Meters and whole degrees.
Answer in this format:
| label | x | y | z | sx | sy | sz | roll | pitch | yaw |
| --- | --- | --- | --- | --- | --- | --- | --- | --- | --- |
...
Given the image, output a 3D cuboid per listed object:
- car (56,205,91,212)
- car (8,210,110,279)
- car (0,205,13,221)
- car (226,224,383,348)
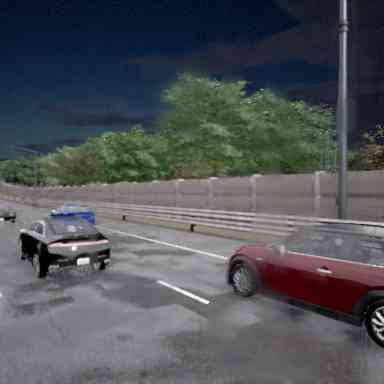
| label | x | y | z | sx | sy | sz | roll | pitch | yaw |
| --- | --- | --- | --- | --- | --- | --- | --- | --- | --- |
| car | -7.943 | 1.575 | 21.829 | 1.882 | 1.535 | 5.008 | 1 | -1 | -35 |
| car | -4.135 | 1.532 | 10.367 | 2.128 | 1.511 | 4.902 | 1 | -1 | -35 |
| car | -14.848 | 1.677 | 25.539 | 1.895 | 1.301 | 4.718 | 1 | -1 | -35 |
| car | 2.749 | 1.429 | 6.686 | 2.097 | 1.767 | 4.553 | 1 | 0 | -35 |
